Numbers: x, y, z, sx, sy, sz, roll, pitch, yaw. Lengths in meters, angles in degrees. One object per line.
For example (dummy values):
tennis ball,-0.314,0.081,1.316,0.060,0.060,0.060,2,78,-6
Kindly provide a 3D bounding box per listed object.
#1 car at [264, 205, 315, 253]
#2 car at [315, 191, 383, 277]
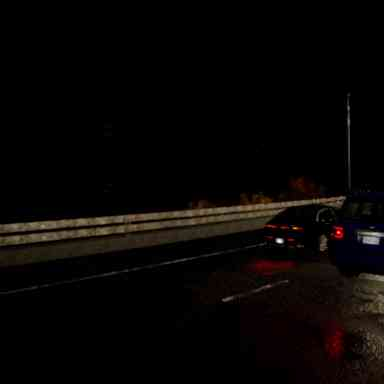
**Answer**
car,4.618,1.236,12.222,4.892,1.490,1.837,-2,1,-41
car,5.601,0.985,8.375,5.566,2.045,2.150,-2,1,-41
